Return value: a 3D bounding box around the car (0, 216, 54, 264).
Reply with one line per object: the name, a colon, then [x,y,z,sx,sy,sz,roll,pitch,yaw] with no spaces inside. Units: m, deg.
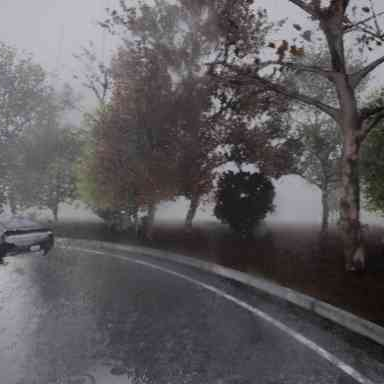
car: [-7.048,1.645,12.237,4.902,1.511,2.128,-1,0,36]
